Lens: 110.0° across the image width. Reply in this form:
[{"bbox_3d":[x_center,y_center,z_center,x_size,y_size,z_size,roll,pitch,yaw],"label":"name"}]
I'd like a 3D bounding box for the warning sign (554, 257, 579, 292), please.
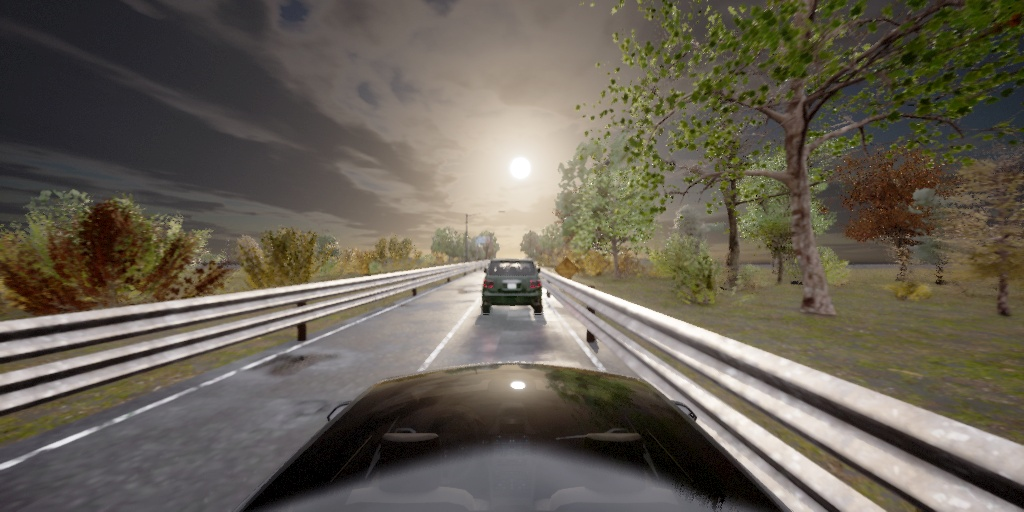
[{"bbox_3d":[2.858,0.976,18.639,1.300,1.860,1.060,0,0,0],"label":"warning sign"}]

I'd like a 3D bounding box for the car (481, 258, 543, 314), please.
[{"bbox_3d":[0.013,1.073,14.407,2.150,2.045,5.566,0,0,0],"label":"car"}]
